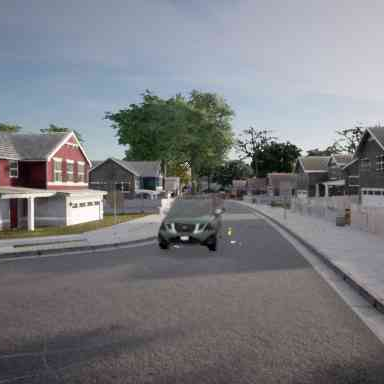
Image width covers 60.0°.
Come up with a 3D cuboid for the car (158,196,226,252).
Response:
[{"bbox_3d":[0.123,1.256,14.384,2.150,2.045,5.566,0,0,8],"label":"car"}]

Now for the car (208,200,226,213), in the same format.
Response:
[{"bbox_3d":[2.954,1.625,39.233,1.994,1.385,4.181,0,0,5],"label":"car"}]

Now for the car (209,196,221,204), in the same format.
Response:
[{"bbox_3d":[4.338,1.521,64.153,2.128,1.511,4.902,0,0,1],"label":"car"}]
